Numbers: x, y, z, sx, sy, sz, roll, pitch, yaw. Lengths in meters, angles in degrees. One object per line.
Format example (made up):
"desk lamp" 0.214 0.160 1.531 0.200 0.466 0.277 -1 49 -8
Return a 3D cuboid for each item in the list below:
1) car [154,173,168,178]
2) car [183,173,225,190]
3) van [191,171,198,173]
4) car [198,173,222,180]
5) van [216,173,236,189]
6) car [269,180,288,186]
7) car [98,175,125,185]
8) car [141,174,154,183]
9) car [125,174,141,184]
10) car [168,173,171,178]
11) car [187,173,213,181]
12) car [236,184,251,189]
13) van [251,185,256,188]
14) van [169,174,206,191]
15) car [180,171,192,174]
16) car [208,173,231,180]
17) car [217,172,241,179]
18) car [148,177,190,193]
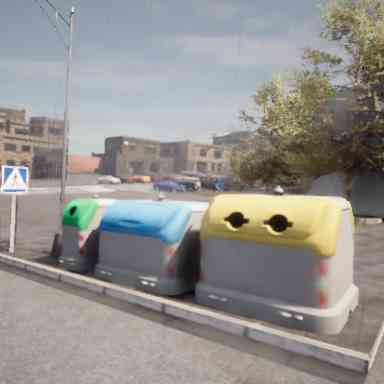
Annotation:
"car" -7.805 -2.629 64.680 4.792 1.488 2.163 3 6 33
"car" 1.627 -1.357 50.308 5.566 2.045 2.435 5 8 34
"van" -0.850 -3.377 70.051 4.442 1.987 1.878 3 6 33
"car" 3.920 -3.471 73.555 5.008 1.535 2.097 3 6 33
"van" 3.996 -1.497 52.095 4.442 1.987 1.878 5 8 34
"car" 13.862 -1.900 59.023 4.892 1.521 2.231 5 8 34
"car" -14.805 -2.127 59.308 4.674 1.452 2.002 3 6 32
"car" -10.098 -2.617 62.847 4.553 1.767 2.185 3 6 32
"car" -12.438 -2.300 61.080 4.792 1.488 2.163 3 6 32
"car" -5.412 -2.944 66.417 4.553 1.767 2.185 3 6 33
"car" 1.743 -3.303 71.679 5.366 1.575 1.946 3 6 33
"car" 6.513 -1.550 53.800 4.553 1.767 2.185 5 8 34
"van" 9.081 -1.798 55.447 4.442 1.987 1.878 5 8 34
"van" -0.691 -1.162 48.502 4.442 1.987 1.878 5 8 34
"car" -3.095 -2.985 68.238 5.008 1.535 2.097 3 6 33
"car" 6.288 -3.601 75.301 4.792 1.488 2.163 3 6 33
"car" 8.600 -3.794 77.087 5.008 1.535 2.097 3 6 33
"car" -3.236 -0.789 46.861 5.008 1.535 2.097 5 8 34
